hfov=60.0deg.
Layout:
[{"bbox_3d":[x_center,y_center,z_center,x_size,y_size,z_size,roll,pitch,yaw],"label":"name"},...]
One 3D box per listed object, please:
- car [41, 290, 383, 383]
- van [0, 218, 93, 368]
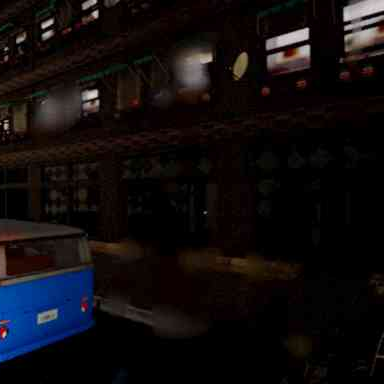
[{"bbox_3d":[1.285,1.551,1.971,4.403,1.369,2.008,0,-1,36],"label":"car"},{"bbox_3d":[-3.315,1.318,5.260,3.998,1.788,1.690,0,-1,36],"label":"van"}]
